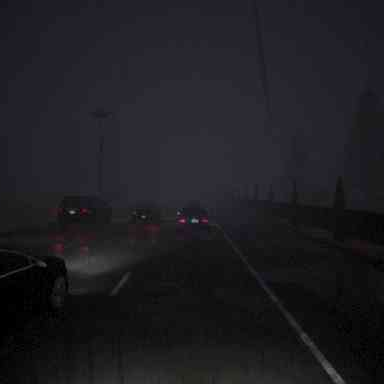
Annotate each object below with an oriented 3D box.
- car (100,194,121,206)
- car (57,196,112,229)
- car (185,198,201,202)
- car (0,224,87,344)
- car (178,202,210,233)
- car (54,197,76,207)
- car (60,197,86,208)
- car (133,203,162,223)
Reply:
[{"bbox_3d":[-14.043,1.323,57.417,2.150,2.045,5.566,0,0,1],"label":"car"},{"bbox_3d":[-6.900,1.261,21.824,2.150,2.045,5.566,0,0,0],"label":"car"},{"bbox_3d":[0.101,1.553,42.362,1.882,1.535,5.008,0,0,0],"label":"car"},{"bbox_3d":[-3.403,1.500,4.787,2.128,1.511,4.902,0,0,0],"label":"car"},{"bbox_3d":[0.098,1.584,20.076,2.033,1.411,5.357,0,0,0],"label":"car"},{"bbox_3d":[-21.017,1.626,55.235,1.812,1.442,4.674,0,0,1],"label":"car"},{"bbox_3d":[-17.576,1.580,49.563,2.128,1.511,4.902,0,0,0],"label":"car"},{"bbox_3d":[-3.400,1.572,25.662,1.812,1.442,4.674,0,0,0],"label":"car"}]
